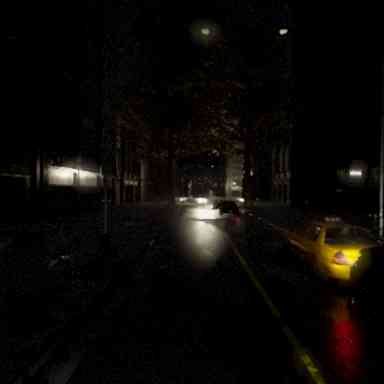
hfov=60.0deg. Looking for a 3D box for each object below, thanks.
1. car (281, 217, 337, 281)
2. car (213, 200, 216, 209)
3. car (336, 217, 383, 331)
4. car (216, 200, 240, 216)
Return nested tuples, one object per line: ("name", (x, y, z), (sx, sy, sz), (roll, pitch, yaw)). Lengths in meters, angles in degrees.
("car", (4.062, 1.510, 9.959), (1.801, 1.575, 5.366), (1, 0, 1))
("car", (3.876, 1.704, 45.872), (1.895, 1.301, 4.718), (1, 0, 1))
("car", (3.944, 1.272, 3.801), (2.150, 2.045, 5.566), (1, 0, 1))
("car", (3.659, 1.605, 33.479), (1.812, 1.442, 4.674), (1, 0, 2))
